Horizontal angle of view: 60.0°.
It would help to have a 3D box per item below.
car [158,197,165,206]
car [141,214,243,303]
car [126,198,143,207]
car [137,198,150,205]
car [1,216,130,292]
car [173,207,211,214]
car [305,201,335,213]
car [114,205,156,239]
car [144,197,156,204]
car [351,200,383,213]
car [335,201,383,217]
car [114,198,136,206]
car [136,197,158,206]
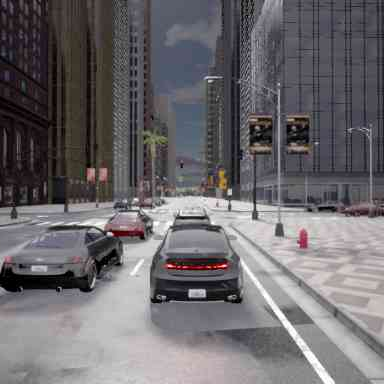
[{"bbox_3d":[-6.669,1.651,60.057,2.097,1.767,4.553,0,0,0],"label":"car"},{"bbox_3d":[0.087,1.515,8.189,1.837,1.490,4.892,0,0,0],"label":"car"},{"bbox_3d":[-9.928,1.775,57.844,2.128,1.511,4.902,0,0,0],"label":"car"},{"bbox_3d":[-9.867,1.923,67.730,1.994,1.385,4.181,0,0,1],"label":"car"},{"bbox_3d":[-3.170,1.576,8.963,1.994,1.385,4.181,0,0,1],"label":"car"},{"bbox_3d":[0.021,1.529,17.510,2.128,1.511,4.902,0,0,0],"label":"car"},{"bbox_3d":[15.123,1.660,37.759,4.313,1.339,1.947,0,0,-1],"label":"car"},{"bbox_3d":[-3.178,1.601,17.362,1.994,1.385,4.181,0,0,0],"label":"car"},{"bbox_3d":[-9.881,1.985,78.324,2.033,1.411,5.357,0,0,0],"label":"car"},{"bbox_3d":[20.762,1.641,37.856,4.313,1.339,1.947,0,0,-1],"label":"car"},{"bbox_3d":[15.267,1.575,29.235,4.206,1.307,1.802,0,0,-1],"label":"car"},{"bbox_3d":[-9.929,1.765,48.290,2.033,1.411,5.357,0,0,0],"label":"car"},{"bbox_3d":[-6.679,1.706,50.020,1.882,1.535,5.008,0,0,0],"label":"car"}]
